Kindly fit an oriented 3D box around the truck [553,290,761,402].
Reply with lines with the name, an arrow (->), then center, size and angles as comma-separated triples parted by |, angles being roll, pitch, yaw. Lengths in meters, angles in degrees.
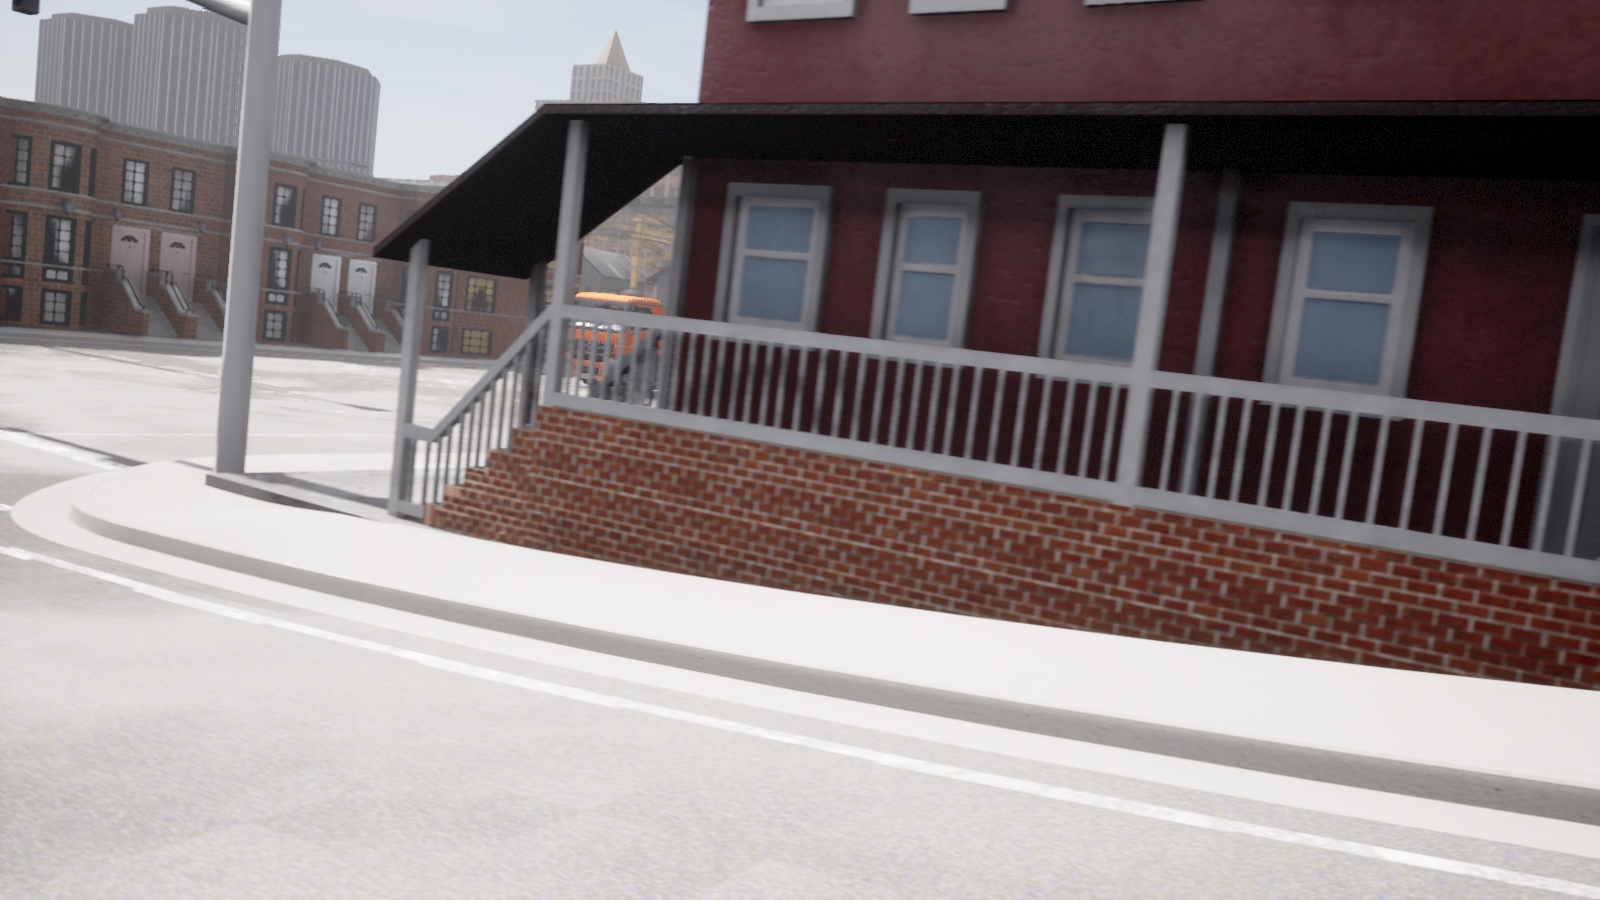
truck -> -5.077, -3.728, 46.322 | 2.891, 3.462, 7.936 | 9, 6, 33
